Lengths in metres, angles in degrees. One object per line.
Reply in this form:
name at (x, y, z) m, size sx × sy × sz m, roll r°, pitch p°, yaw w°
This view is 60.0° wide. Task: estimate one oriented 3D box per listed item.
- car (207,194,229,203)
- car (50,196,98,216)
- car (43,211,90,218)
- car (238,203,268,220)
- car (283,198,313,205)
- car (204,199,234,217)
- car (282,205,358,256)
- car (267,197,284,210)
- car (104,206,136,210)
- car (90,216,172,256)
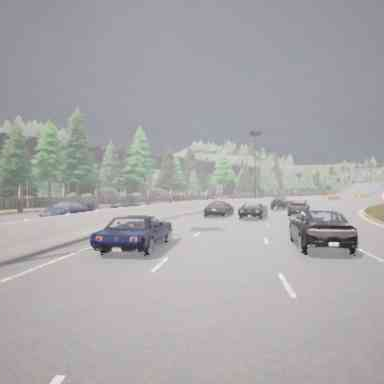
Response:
car at (5.138, 1.256, 64.820) m, size 2.097 × 1.767 × 4.553 m, roll 0°, pitch 0°, yaw 36°
car at (-11.617, 1.302, 33.152) m, size 2.097 × 1.767 × 4.553 m, roll 0°, pitch 0°, yaw 19°
car at (-10.037, 1.486, 26.500) m, size 1.812 × 1.442 × 4.674 m, roll 0°, pitch 0°, yaw 16°
car at (5.270, 1.559, 28.201) m, size 1.895 × 1.301 × 4.718 m, roll 0°, pitch 0°, yaw 19°
car at (9.952, 1.446, 30.596) m, size 2.128 × 1.511 × 4.902 m, roll 0°, pitch 0°, yaw 21°
car at (2.563, 1.518, 30.795) m, size 1.994 × 1.385 × 4.181 m, roll 0°, pitch 0°, yaw 20°
car at (5.024, 1.472, 13.190) m, size 2.128 × 1.511 × 4.902 m, roll 0°, pitch 0°, yaw 10°
car at (11.297, 1.441, 41.867) m, size 1.837 × 1.490 × 4.892 m, roll 0°, pitch -1°, yaw 29°
car at (-5.817, 1.521, 28.413) m, size 1.994 × 1.385 × 4.181 m, roll 0°, pitch 0°, yaw 17°
car at (-2.117, 1.581, 13.108) m, size 1.895 × 1.301 × 4.718 m, roll 0°, pitch 0°, yaw 9°
